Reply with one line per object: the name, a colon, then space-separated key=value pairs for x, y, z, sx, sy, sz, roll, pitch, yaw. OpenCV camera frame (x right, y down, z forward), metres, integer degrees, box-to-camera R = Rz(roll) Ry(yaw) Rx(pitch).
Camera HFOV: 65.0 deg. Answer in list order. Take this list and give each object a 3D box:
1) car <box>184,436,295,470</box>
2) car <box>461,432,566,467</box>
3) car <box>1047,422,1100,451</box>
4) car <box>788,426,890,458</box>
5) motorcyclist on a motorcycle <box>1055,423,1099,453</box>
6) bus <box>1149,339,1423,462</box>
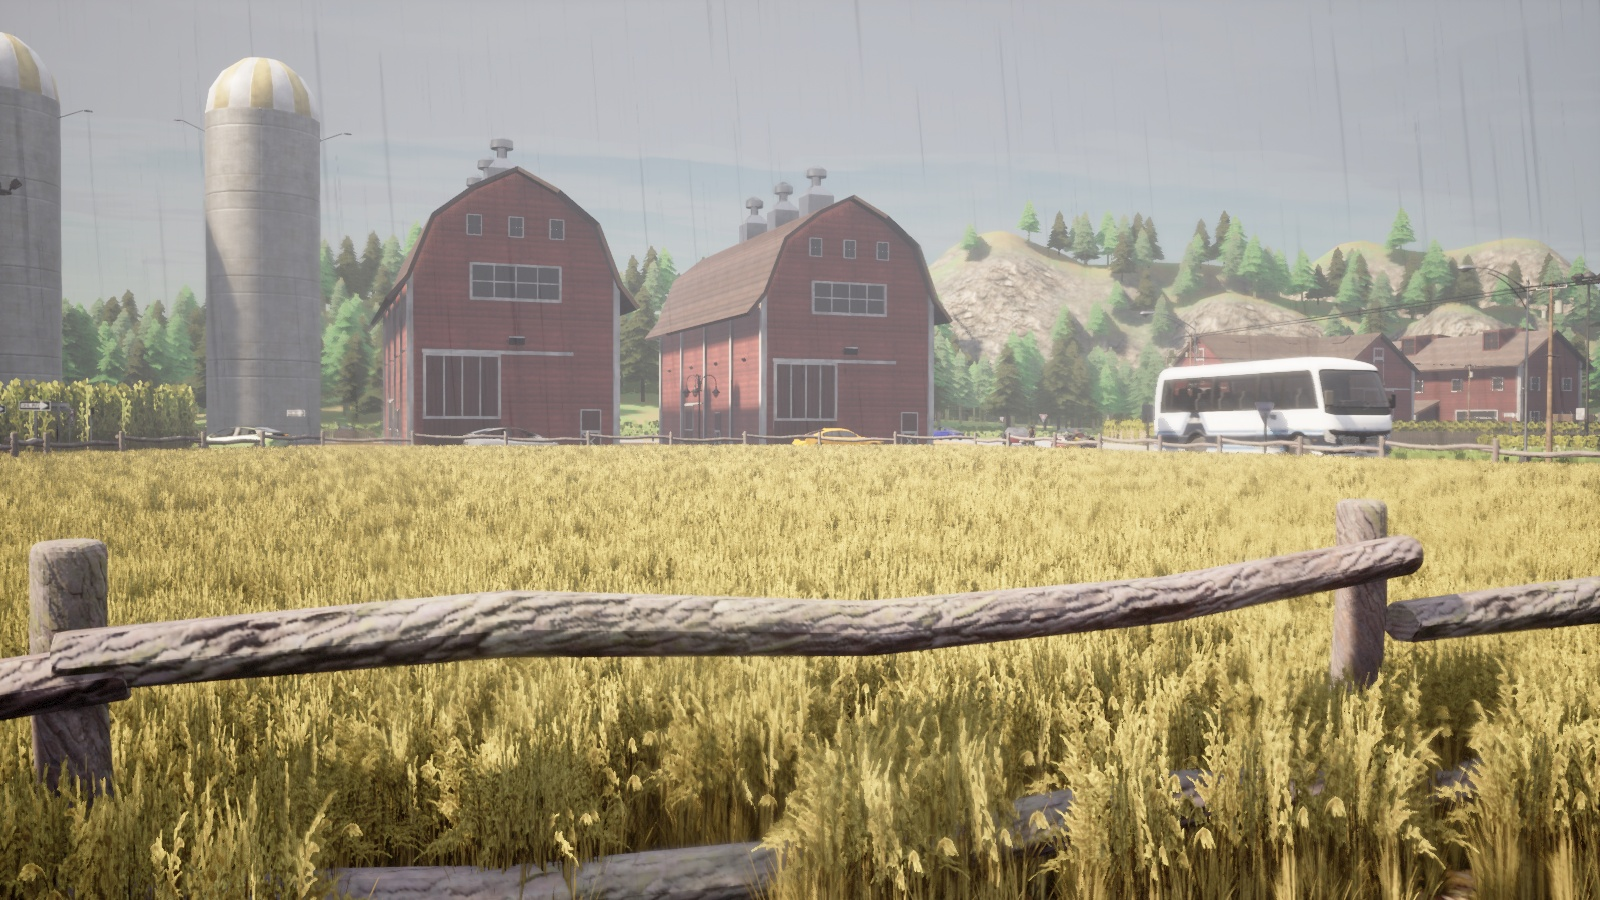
car: x=-26.831 y=0.156 z=60.192 sx=4.514 sy=1.525 sz=2.007 roll=-1 pitch=1 yaw=12
car: x=-13.605 y=-0.067 z=59.574 sx=4.514 sy=1.525 sz=2.007 roll=-2 pitch=1 yaw=-24
car: x=15.505 y=-0.794 z=71.063 sx=1.789 sy=1.549 sz=3.705 roll=0 pitch=2 yaw=31
car: x=2.064 y=-0.443 z=66.384 sx=5.008 sy=1.535 sz=1.882 roll=-1 pitch=1 yaw=-20
motorcyclist on a motorcycle: x=14.607 y=-0.618 z=66.231 sx=0.866 sy=1.530 sz=2.191 roll=-3 pitch=2 yaw=-37
bus: x=18.429 y=-1.755 z=48.758 sx=3.944 sy=4.253 sz=10.273 roll=-1 pitch=1 yaw=-21
